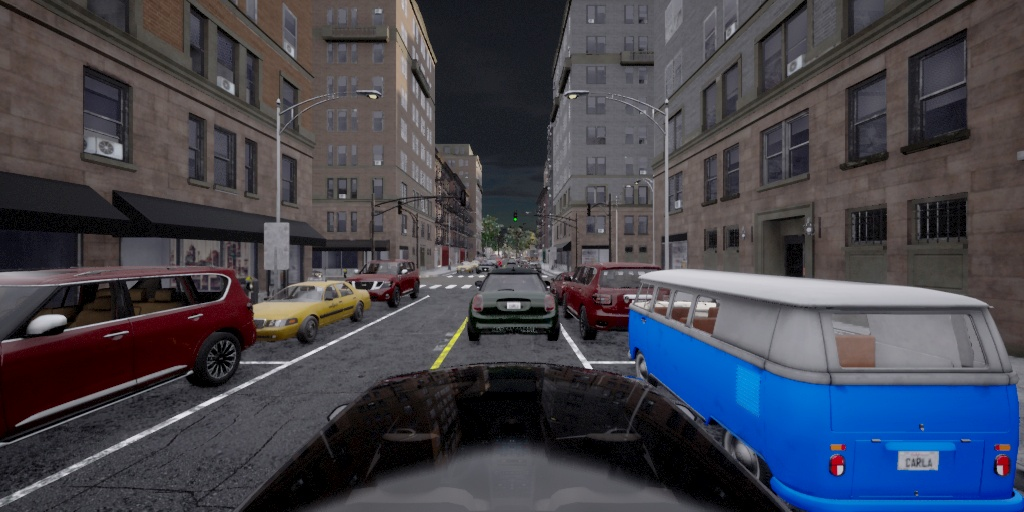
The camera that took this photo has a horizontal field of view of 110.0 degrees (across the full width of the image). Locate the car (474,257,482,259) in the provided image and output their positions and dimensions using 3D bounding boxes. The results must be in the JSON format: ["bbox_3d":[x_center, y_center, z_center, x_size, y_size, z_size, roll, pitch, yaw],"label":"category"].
[{"bbox_3d":[-5.492,1.275,53.323,1.751,1.417,4.829,0,0,0],"label":"car"}]

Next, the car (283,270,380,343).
[{"bbox_3d":[-5.411,1.275,9.674,1.751,1.417,4.829,0,0,0],"label":"car"}]

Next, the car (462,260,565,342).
[{"bbox_3d":[0.021,1.102,9.962,2.097,1.767,4.553,0,0,0],"label":"car"}]

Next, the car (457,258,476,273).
[{"bbox_3d":[-5.478,1.274,42.360,1.751,1.417,4.829,0,0,0],"label":"car"}]

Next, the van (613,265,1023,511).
[{"bbox_3d":[2.635,1.091,4.177,1.690,1.789,3.998,0,0,0],"label":"van"}]

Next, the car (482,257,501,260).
[{"bbox_3d":[-2.921,1.227,51.278,1.882,1.535,5.008,0,0,0],"label":"car"}]

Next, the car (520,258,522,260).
[{"bbox_3d":[2.558,1.300,53.506,2.007,1.370,4.403,0,0,0],"label":"car"}]

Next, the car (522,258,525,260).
[{"bbox_3d":[2.566,1.295,48.024,1.888,1.381,4.507,0,0,0],"label":"car"}]

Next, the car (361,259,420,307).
[{"bbox_3d":[-5.421,1.064,15.523,2.192,1.841,5.009,0,0,0],"label":"car"}]

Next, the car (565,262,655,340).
[{"bbox_3d":[2.626,1.065,9.855,2.192,1.841,5.009,0,0,0],"label":"car"}]

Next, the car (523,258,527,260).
[{"bbox_3d":[2.575,1.300,42.543,2.007,1.370,4.403,0,0,0],"label":"car"}]

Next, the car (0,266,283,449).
[{"bbox_3d":[-5.402,1.065,4.166,2.192,1.841,5.009,0,0,0],"label":"car"}]

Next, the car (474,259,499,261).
[{"bbox_3d":[-2.921,1.313,41.261,1.994,1.385,4.181,0,0,0],"label":"car"}]

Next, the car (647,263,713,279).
[{"bbox_3d":[14.316,1.278,30.711,4.718,1.301,1.895,0,0,-3],"label":"car"}]
